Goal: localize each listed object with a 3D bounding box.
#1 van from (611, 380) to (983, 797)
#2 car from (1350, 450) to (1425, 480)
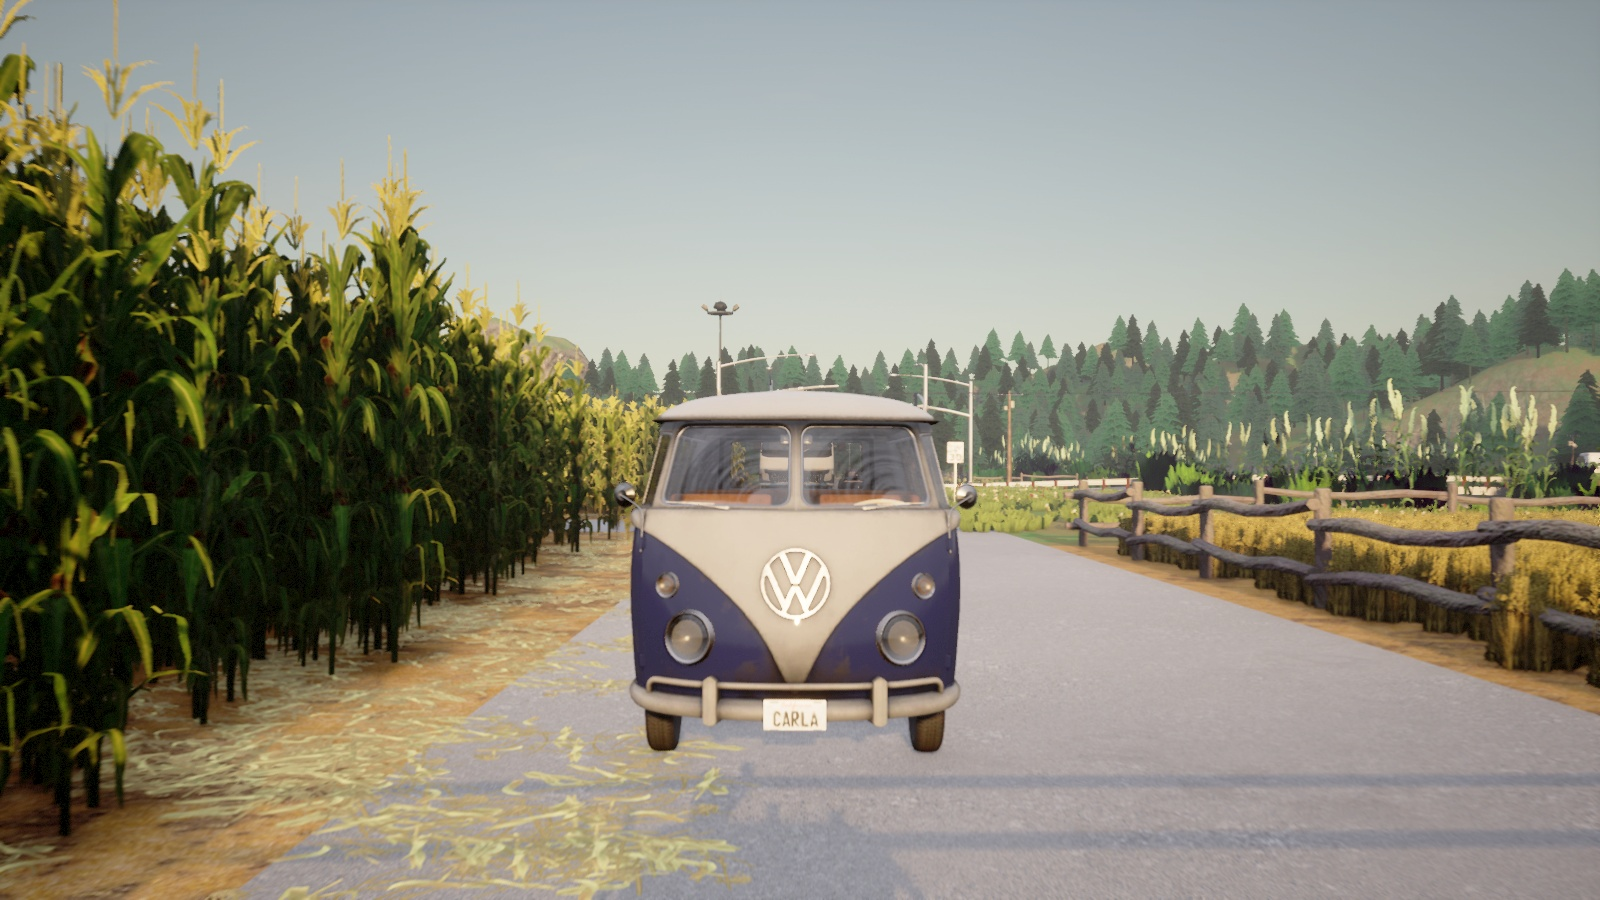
[{"bbox_3d":[-0.021,0.688,8.247,1.775,1.987,4.442,0,-1,0],"label":"van"},{"bbox_3d":[37.088,0.949,79.358,3.866,1.878,1.905,0,-1,8],"label":"car"}]
